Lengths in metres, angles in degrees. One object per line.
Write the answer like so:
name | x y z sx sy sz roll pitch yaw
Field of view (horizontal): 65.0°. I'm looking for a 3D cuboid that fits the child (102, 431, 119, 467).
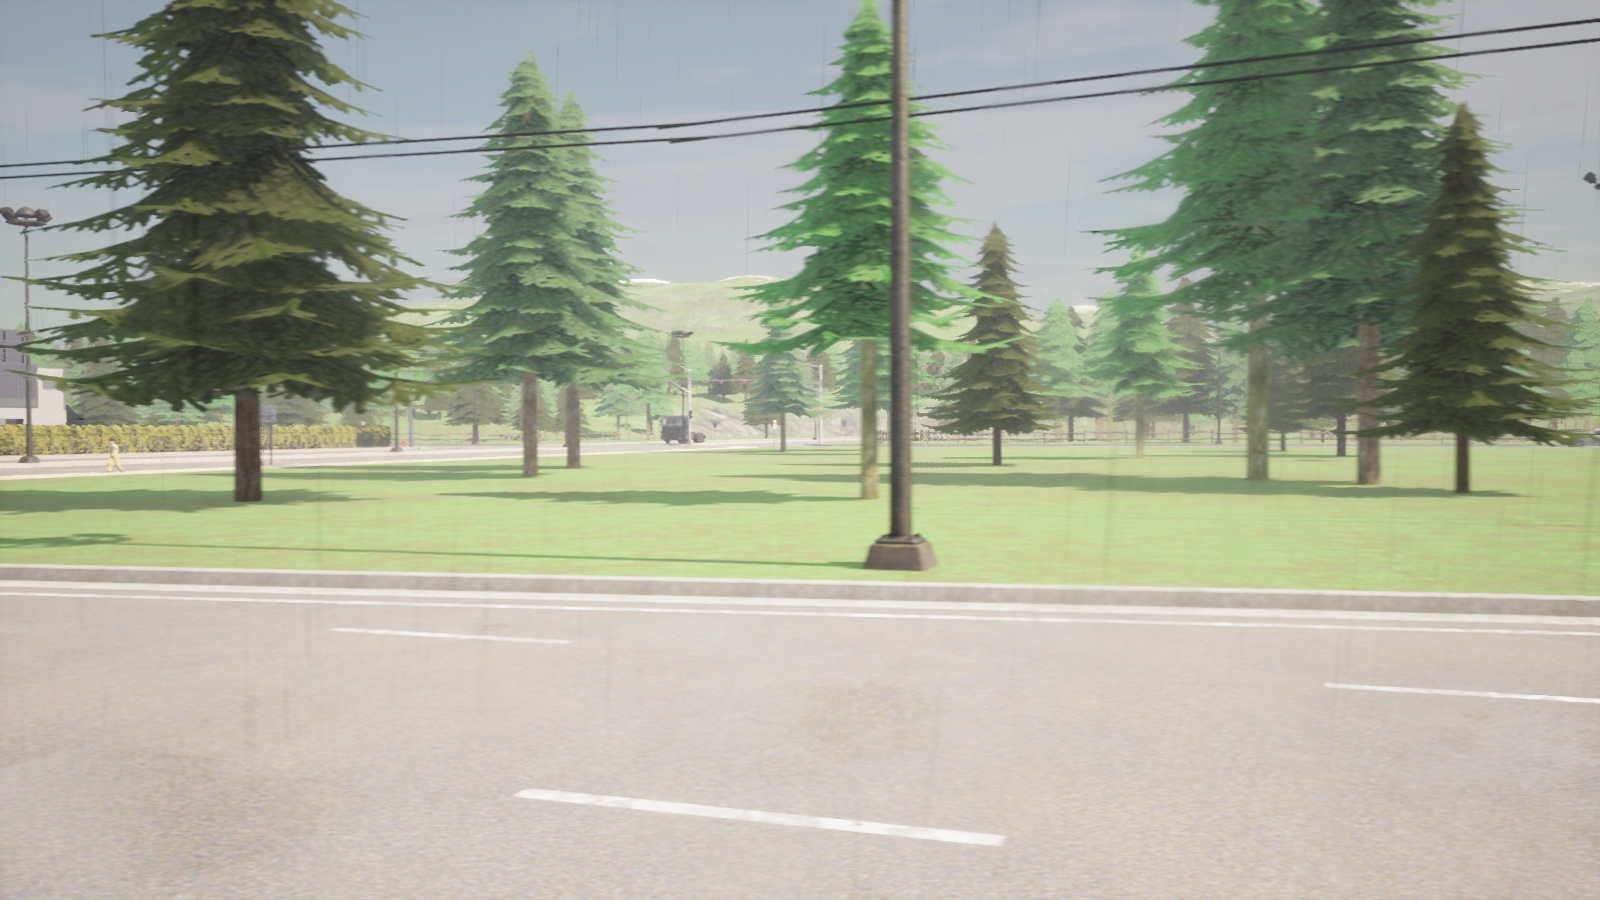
child | -23.938 -0.043 43.577 0.270 1.263 0.437 1 1 19
